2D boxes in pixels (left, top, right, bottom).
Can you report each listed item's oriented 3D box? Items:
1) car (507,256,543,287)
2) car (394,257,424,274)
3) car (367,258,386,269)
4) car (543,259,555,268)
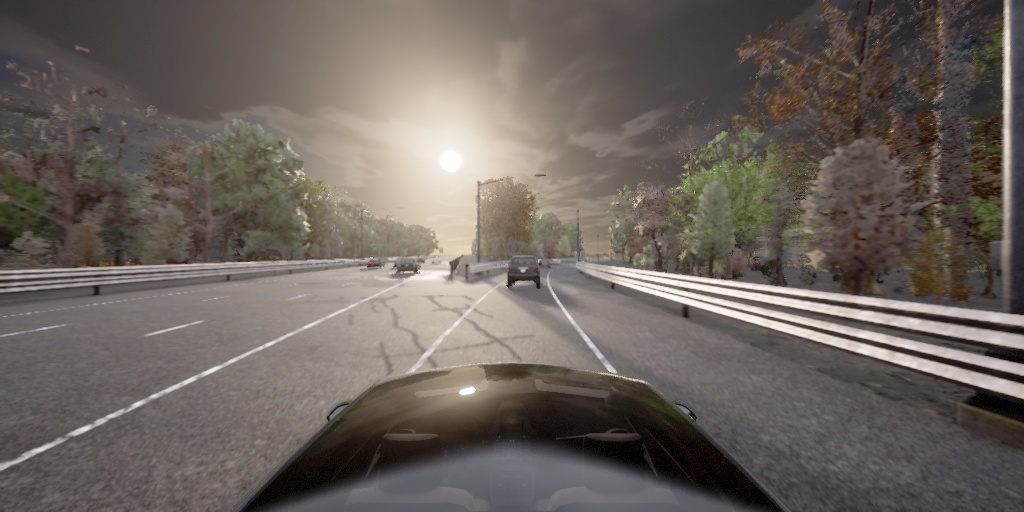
[{"bbox_3d":[0.883,1.003,24.753,2.150,2.045,5.566,0,0,4],"label":"car"},{"bbox_3d":[-11.401,0.986,40.039,2.097,1.767,4.553,0,0,-8],"label":"car"},{"bbox_3d":[-20.317,1.099,53.828,1.837,1.490,4.892,0,0,-8],"label":"car"},{"bbox_3d":[5.704,1.341,61.829,2.128,1.511,4.902,0,0,12],"label":"car"}]
